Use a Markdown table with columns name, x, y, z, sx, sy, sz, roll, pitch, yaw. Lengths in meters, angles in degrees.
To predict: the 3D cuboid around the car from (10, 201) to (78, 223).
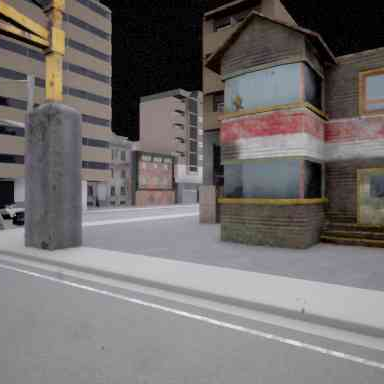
| name | x | y | z | sx | sy | sz | roll | pitch | yaw |
| --- | --- | --- | --- | --- | --- | --- | --- | --- | --- |
| car | -10.071 | 1.295 | 23.047 | 1.853 | 1.218 | 4.536 | 0 | 0 | 15 |

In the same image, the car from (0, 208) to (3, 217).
| name | x | y | z | sx | sy | sz | roll | pitch | yaw |
| --- | --- | --- | --- | --- | --- | --- | --- | --- | --- |
| car | -13.242 | 1.295 | 25.697 | 4.536 | 1.218 | 1.853 | 0 | 0 | -30 |

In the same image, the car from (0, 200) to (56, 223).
| name | x | y | z | sx | sy | sz | roll | pitch | yaw |
| --- | --- | --- | --- | --- | --- | --- | --- | --- | --- |
| car | -13.287 | 1.453 | 25.671 | 4.974 | 1.542 | 2.038 | 0 | 0 | -30 |

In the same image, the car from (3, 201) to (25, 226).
| name | x | y | z | sx | sy | sz | roll | pitch | yaw |
| --- | --- | --- | --- | --- | --- | --- | --- | --- | --- |
| car | -10.085 | 1.453 | 22.997 | 2.038 | 1.542 | 4.974 | 0 | 0 | 15 |
